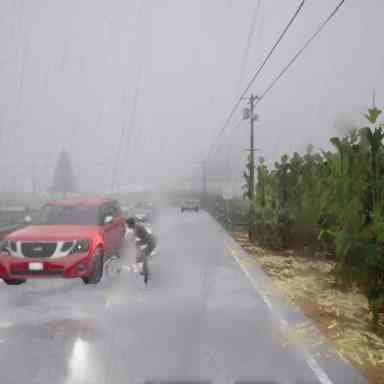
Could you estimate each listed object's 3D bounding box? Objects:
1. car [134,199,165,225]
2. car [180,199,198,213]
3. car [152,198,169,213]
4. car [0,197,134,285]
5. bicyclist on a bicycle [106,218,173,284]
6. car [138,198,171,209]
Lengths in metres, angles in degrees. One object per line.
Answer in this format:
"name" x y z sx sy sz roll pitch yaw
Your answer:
"car" -3.412 1.490 24.248 2.128 1.511 4.902 0 0 0
"car" -0.306 1.489 37.481 2.128 1.511 4.902 0 0 -2
"car" -3.526 1.523 34.003 1.812 1.442 4.674 0 0 0
"car" -3.372 1.218 9.888 2.150 2.045 5.566 0 0 -1
"bicyclist on a bicycle" -1.313 1.454 8.146 1.656 1.620 0.582 -2 0 -1
"car" -5.268 1.560 46.472 4.181 1.385 1.994 0 0 27
